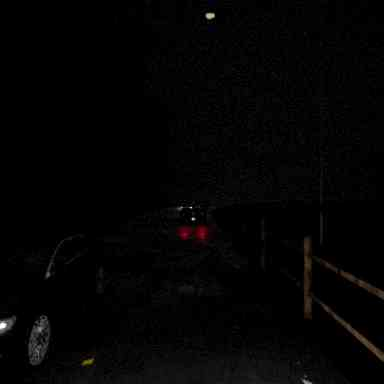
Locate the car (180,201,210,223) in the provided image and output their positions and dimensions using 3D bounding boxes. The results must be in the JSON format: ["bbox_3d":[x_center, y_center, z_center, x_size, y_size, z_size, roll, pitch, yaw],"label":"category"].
[{"bbox_3d":[0.099,1.578,25.336,1.895,1.301,4.718,0,0,0],"label":"car"}]

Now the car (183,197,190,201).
[{"bbox_3d":[-0.190,1.462,48.827,1.994,1.385,4.181,0,0,17],"label":"car"}]

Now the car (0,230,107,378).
[{"bbox_3d":[-2.849,1.489,5.746,2.128,1.511,4.902,0,0,0],"label":"car"}]

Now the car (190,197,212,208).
[{"bbox_3d":[1.395,1.420,42.783,1.837,1.490,4.892,0,0,10],"label":"car"}]
